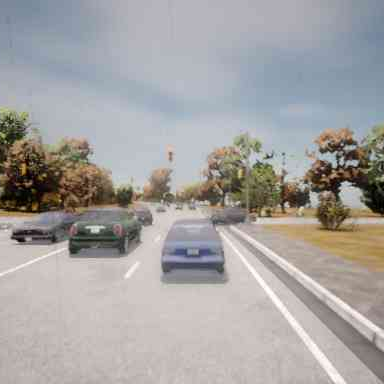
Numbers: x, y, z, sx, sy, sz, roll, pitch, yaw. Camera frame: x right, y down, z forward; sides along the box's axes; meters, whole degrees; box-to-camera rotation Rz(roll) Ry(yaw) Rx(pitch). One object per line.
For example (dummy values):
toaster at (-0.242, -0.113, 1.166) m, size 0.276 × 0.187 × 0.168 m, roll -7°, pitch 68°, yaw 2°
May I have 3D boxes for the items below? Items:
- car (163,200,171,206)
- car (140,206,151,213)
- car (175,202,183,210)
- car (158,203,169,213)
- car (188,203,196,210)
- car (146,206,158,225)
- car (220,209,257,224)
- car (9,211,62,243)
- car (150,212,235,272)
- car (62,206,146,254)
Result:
car at (-6.992, 3.278, 90.460) m, size 2.150 × 2.045 × 5.566 m, roll 0°, pitch 0°, yaw 0°
car at (-10.489, 3.949, 75.015) m, size 1.994 × 1.385 × 4.181 m, roll 0°, pitch 0°, yaw 0°
car at (-3.489, 4.017, 86.332) m, size 1.895 × 1.301 × 4.718 m, roll 0°, pitch 0°, yaw 0°
car at (-6.989, 3.874, 75.027) m, size 1.882 × 1.535 × 5.008 m, roll 0°, pitch 0°, yaw 0°
car at (0.012, 3.945, 86.267) m, size 1.812 × 1.442 × 4.674 m, roll 0°, pitch 0°, yaw 0°
car at (-4.879, 2.142, 29.848) m, size 2.128 × 1.511 × 4.902 m, roll 1°, pitch -3°, yaw -20°
car at (3.701, 2.183, 29.258) m, size 4.181 × 1.385 × 1.994 m, roll 2°, pitch -4°, yaw -34°
car at (-7.045, 1.707, 17.038) m, size 2.033 × 1.411 × 5.357 m, roll 0°, pitch -1°, yaw 1°
car at (0.043, 1.591, 10.893) m, size 2.033 × 1.411 × 5.357 m, roll 0°, pitch -1°, yaw 0°
car at (-3.433, 1.444, 13.980) m, size 2.097 × 1.767 × 4.553 m, roll 0°, pitch -1°, yaw 0°
